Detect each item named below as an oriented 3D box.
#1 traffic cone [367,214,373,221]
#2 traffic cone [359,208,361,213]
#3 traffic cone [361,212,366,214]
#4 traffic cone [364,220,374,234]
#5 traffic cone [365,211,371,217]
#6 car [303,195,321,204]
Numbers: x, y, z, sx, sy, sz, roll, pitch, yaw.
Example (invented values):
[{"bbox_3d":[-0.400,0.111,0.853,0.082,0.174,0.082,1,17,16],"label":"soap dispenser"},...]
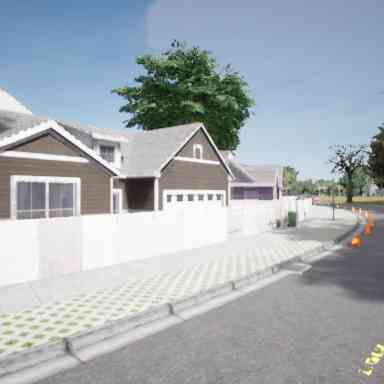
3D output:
[{"bbox_3d":[11.995,1.968,22.228,0.340,0.580,0.340,0,0,29],"label":"traffic cone"},{"bbox_3d":[17.967,1.995,35.526,0.340,0.580,0.340,0,0,19],"label":"traffic cone"},{"bbox_3d":[16.221,1.986,30.987,0.340,0.580,0.340,0,0,23],"label":"traffic cone"},{"bbox_3d":[9.529,1.959,18.036,0.340,0.580,0.340,0,0,32],"label":"traffic cone"},{"bbox_3d":[14.228,1.977,26.550,0.340,0.580,0.340,0,0,26],"label":"traffic cone"},{"bbox_3d":[24.330,1.490,67.697,2.097,1.767,4.553,0,0,-7],"label":"car"}]
